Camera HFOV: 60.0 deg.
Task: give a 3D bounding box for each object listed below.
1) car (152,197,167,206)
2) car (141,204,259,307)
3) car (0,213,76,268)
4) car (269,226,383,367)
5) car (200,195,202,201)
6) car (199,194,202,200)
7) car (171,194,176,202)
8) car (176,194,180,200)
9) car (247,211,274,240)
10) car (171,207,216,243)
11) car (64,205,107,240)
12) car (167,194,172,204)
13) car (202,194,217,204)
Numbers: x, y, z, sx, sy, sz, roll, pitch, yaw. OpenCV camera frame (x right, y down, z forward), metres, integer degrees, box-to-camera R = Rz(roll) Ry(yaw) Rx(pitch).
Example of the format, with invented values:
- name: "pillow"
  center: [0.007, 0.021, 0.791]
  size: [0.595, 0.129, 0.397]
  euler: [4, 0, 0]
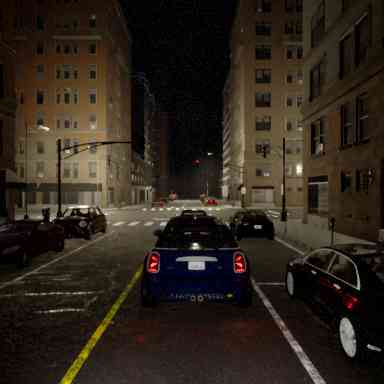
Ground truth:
- name: "car"
  center: [-5.507, 1.617, 53.768]
  size: [1.802, 1.307, 4.206]
  euler: [0, 0, 0]
- name: "car"
  center: [0.097, 1.352, 8.131]
  size: [2.097, 1.767, 4.553]
  euler: [0, 0, 0]
- name: "car"
  center: [-5.645, 1.582, 11.164]
  size: [1.802, 1.307, 4.206]
  euler: [0, 0, 0]
- name: "car"
  center: [2.867, 1.551, 5.642]
  size: [2.008, 1.369, 4.403]
  euler: [0, 0, 0]
- name: "car"
  center: [3.064, 1.606, 64.552]
  size: [2.008, 1.369, 4.403]
  euler: [0, 0, 0]
- name: "car"
  center: [3.109, 1.523, 75.370]
  size: [1.967, 1.590, 4.097]
  euler: [0, 0, 0]
- name: "car"
  center: [-5.393, 1.625, 80.640]
  size: [1.752, 1.417, 4.829]
  euler: [0, 0, 0]
- name: "car"
  center: [-5.347, 1.456, 91.628]
  size: [2.192, 1.841, 5.009]
  euler: [0, 0, 0]
- name: "car"
  center: [2.894, 1.566, 16.644]
  size: [1.947, 1.339, 4.313]
  euler: [0, 0, 0]
- name: "car"
  center: [0.084, 1.564, 16.714]
  size: [1.994, 1.385, 4.181]
  euler: [0, 0, 0]
- name: "car"
  center: [-5.632, 1.440, 16.665]
  size: [1.967, 1.590, 4.097]
  euler: [0, 0, 0]
- name: "car"
  center: [-5.460, 1.606, 64.584]
  size: [2.008, 1.369, 4.403]
  euler: [0, 0, 0]
- name: "car"
  center: [3.018, 1.475, 53.734]
  size: [1.967, 1.590, 4.097]
  euler: [0, 0, 0]
